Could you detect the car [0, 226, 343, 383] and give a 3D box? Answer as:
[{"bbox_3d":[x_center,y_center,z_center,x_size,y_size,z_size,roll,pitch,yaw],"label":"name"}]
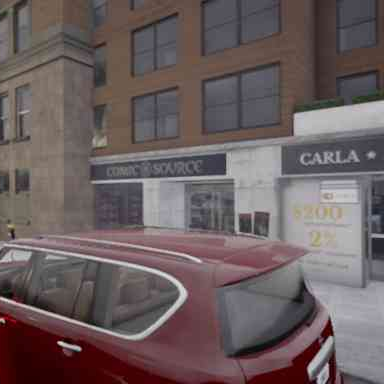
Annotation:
[{"bbox_3d":[-1.066,1.307,3.621,5.009,1.841,2.192,0,0,36],"label":"car"}]
